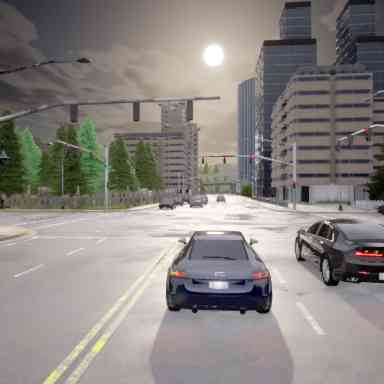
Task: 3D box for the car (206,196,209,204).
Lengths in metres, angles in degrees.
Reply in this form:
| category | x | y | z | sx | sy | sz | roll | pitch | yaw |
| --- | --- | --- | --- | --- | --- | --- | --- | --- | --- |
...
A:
| category | x | y | z | sx | sy | sz | roll | pitch | yaw |
| --- | --- | --- | --- | --- | --- | --- | --- | --- | --- |
| car | 1.484 | 1.352 | 58.013 | 2.097 | 1.767 | 4.553 | 0 | 0 | 5 |

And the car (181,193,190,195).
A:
| category | x | y | z | sx | sy | sz | roll | pitch | yaw |
| --- | --- | --- | --- | --- | --- | --- | --- | --- | --- |
| car | -1.416 | 1.221 | 64.884 | 2.150 | 2.045 | 5.566 | 0 | 0 | 5 |

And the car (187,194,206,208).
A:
| category | x | y | z | sx | sy | sz | roll | pitch | yaw |
| --- | --- | --- | --- | --- | --- | --- | --- | --- | --- |
| car | 0.704 | 1.505 | 48.922 | 1.837 | 1.490 | 4.892 | 0 | 0 | 5 |

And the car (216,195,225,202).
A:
| category | x | y | z | sx | sy | sz | roll | pitch | yaw |
| --- | --- | --- | --- | --- | --- | --- | --- | --- | --- |
| car | 6.578 | 1.553 | 75.905 | 1.994 | 1.385 | 4.181 | 0 | 0 | 5 |

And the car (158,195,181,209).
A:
| category | x | y | z | sx | sy | sz | roll | pitch | yaw |
| --- | --- | --- | --- | --- | --- | --- | --- | --- | --- |
| car | -3.163 | 1.547 | 44.708 | 2.033 | 1.411 | 5.357 | 0 | 0 | 5 |

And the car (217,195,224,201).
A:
| category | x | y | z | sx | sy | sz | roll | pitch | yaw |
| --- | --- | --- | --- | --- | --- | --- | --- | --- | --- |
| car | 7.408 | 1.500 | 85.820 | 1.837 | 1.490 | 4.892 | 0 | 0 | 5 |

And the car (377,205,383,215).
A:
| category | x | y | z | sx | sy | sz | roll | pitch | yaw |
| --- | --- | --- | --- | --- | --- | --- | --- | --- | --- |
| car | 20.362 | 1.478 | 31.592 | 5.008 | 1.535 | 1.882 | 0 | 0 | 5 |

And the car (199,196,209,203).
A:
| category | x | y | z | sx | sy | sz | roll | pitch | yaw |
| --- | --- | --- | --- | --- | --- | --- | --- | --- | --- |
| car | 2.424 | 1.505 | 68.383 | 1.837 | 1.490 | 4.892 | 0 | 0 | 5 |

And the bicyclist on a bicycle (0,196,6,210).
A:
| category | x | y | z | sx | sy | sz | roll | pitch | yaw |
| --- | --- | --- | --- | --- | --- | --- | --- | --- | --- |
| bicyclist on a bicycle | -22.317 | 1.301 | 38.934 | 0.582 | 1.620 | 1.656 | 0 | 0 | 5 |

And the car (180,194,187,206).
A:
| category | x | y | z | sx | sy | sz | roll | pitch | yaw |
| --- | --- | --- | --- | --- | --- | --- | --- | --- | --- |
| car | -2.315 | 1.547 | 54.747 | 2.033 | 1.411 | 5.357 | 0 | 0 | 5 |

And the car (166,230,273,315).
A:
| category | x | y | z | sx | sy | sz | roll | pitch | yaw |
| --- | --- | --- | --- | --- | --- | --- | --- | --- | --- |
| car | 0.597 | 1.564 | 7.699 | 1.994 | 1.385 | 4.181 | 0 | 0 | 4 |

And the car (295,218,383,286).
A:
| category | x | y | z | sx | sy | sz | roll | pitch | yaw |
| --- | --- | --- | --- | --- | --- | --- | --- | --- | --- |
| car | 4.230 | 1.505 | 9.317 | 1.837 | 1.490 | 4.892 | 0 | 0 | 4 |

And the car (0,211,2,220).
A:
| category | x | y | z | sx | sy | sz | roll | pitch | yaw |
| --- | --- | --- | --- | --- | --- | --- | --- | --- | --- |
| car | -16.323 | 1.478 | 23.906 | 5.008 | 1.535 | 1.882 | 0 | 0 | 5 |

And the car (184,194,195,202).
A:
| category | x | y | z | sx | sy | sz | roll | pitch | yaw |
| --- | --- | --- | --- | --- | --- | --- | --- | --- | --- |
| car | -0.538 | 1.355 | 74.836 | 2.097 | 1.767 | 4.553 | 0 | 0 | 5 |
